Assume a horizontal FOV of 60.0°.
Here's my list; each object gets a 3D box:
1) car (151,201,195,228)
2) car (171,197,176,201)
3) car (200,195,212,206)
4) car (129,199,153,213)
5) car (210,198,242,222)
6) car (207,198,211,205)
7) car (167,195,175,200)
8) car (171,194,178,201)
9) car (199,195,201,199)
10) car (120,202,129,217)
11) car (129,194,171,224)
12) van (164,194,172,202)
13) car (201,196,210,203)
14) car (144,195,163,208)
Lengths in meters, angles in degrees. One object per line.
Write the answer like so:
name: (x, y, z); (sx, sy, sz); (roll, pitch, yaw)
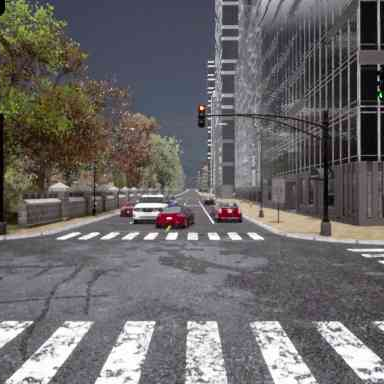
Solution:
car: (-1.022, 1.565, 22.202); (1.994, 1.385, 4.181); (0, 0, 10)
car: (-3.023, 1.528, 35.631); (1.812, 1.442, 4.674); (0, 0, 0)
car: (2.807, 1.564, 54.402); (1.947, 1.339, 4.313); (0, 0, 0)
car: (-5.610, 1.553, 37.376); (2.008, 1.369, 4.403); (0, 0, 0)
car: (2.747, 1.442, 25.997); (1.967, 1.590, 4.097); (0, 0, 0)
car: (2.758, 1.568, 31.678); (1.947, 1.339, 4.313); (0, 0, 0)
car: (-5.500, 1.531, 88.525); (1.802, 1.307, 4.206); (0, 0, 0)
car: (-2.992, 1.354, 45.841); (2.097, 1.767, 4.553); (0, 0, 0)
car: (2.820, 1.434, 60.083); (1.967, 1.590, 4.097); (0, 0, 0)
car: (-5.622, 1.547, 31.693); (1.887, 1.381, 4.507); (0, 0, 0)
car: (-3.049, 1.223, 25.477); (2.150, 2.045, 5.566); (0, 0, 0)
van: (-5.523, 1.313, 77.158); (1.690, 1.788, 3.998); (0, 0, 0)
car: (2.845, 1.506, 71.619); (1.752, 1.417, 4.829); (0, 0, 0)
car: (-5.585, 1.316, 48.742); (2.192, 1.841, 5.009); (0, 0, 0)
